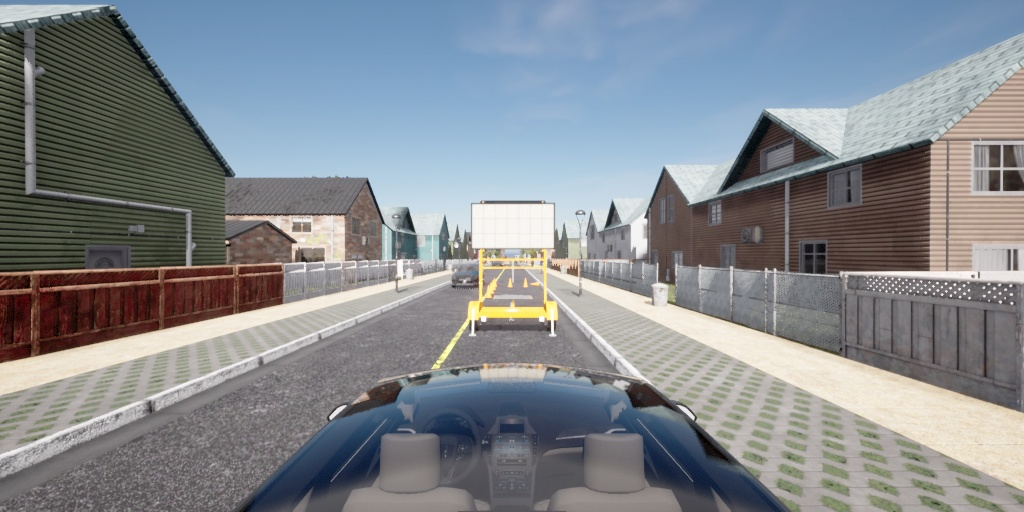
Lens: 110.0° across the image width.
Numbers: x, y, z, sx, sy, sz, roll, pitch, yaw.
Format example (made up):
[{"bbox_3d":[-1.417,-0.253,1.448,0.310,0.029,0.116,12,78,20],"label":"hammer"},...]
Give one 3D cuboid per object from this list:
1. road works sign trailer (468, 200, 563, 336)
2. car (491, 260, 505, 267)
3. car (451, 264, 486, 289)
[{"bbox_3d":[0.029,0.215,10.350,2.380,3.560,2.880,0,0,1],"label":"road works sign trailer"},{"bbox_3d":[-2.670,1.444,63.755,1.882,1.535,5.008,0,0,1],"label":"car"},{"bbox_3d":[-2.797,1.273,23.631,1.837,1.490,4.892,0,0,0],"label":"car"}]
